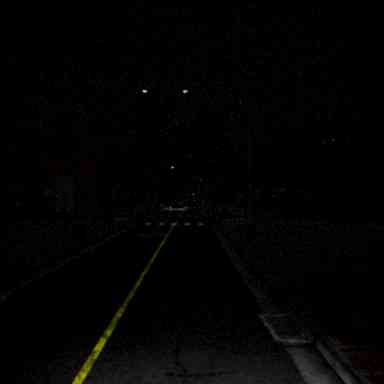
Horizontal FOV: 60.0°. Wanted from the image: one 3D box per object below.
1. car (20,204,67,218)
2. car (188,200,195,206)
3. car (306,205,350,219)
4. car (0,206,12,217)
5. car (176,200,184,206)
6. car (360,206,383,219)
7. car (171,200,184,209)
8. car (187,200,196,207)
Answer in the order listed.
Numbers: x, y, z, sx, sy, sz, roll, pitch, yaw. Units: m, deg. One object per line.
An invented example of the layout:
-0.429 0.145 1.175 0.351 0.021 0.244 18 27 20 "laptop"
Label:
-15.108 1.921 33.849 4.507 1.381 1.887 0 -1 0 "car"
-0.090 2.864 86.246 1.837 1.490 4.892 0 -1 0 "car"
13.921 2.021 34.050 4.403 1.369 2.008 0 -1 0 "car"
-20.958 1.888 33.809 4.829 1.417 1.752 0 -1 0 "car"
-2.833 2.676 79.723 1.895 1.301 4.718 0 -1 0 "car"
19.597 2.060 34.089 4.313 1.339 1.947 0 -1 0 "car"
-2.836 2.298 63.838 2.097 1.767 4.553 0 -1 0 "car"
-0.080 2.710 76.231 1.812 1.442 4.674 0 -1 0 "car"
